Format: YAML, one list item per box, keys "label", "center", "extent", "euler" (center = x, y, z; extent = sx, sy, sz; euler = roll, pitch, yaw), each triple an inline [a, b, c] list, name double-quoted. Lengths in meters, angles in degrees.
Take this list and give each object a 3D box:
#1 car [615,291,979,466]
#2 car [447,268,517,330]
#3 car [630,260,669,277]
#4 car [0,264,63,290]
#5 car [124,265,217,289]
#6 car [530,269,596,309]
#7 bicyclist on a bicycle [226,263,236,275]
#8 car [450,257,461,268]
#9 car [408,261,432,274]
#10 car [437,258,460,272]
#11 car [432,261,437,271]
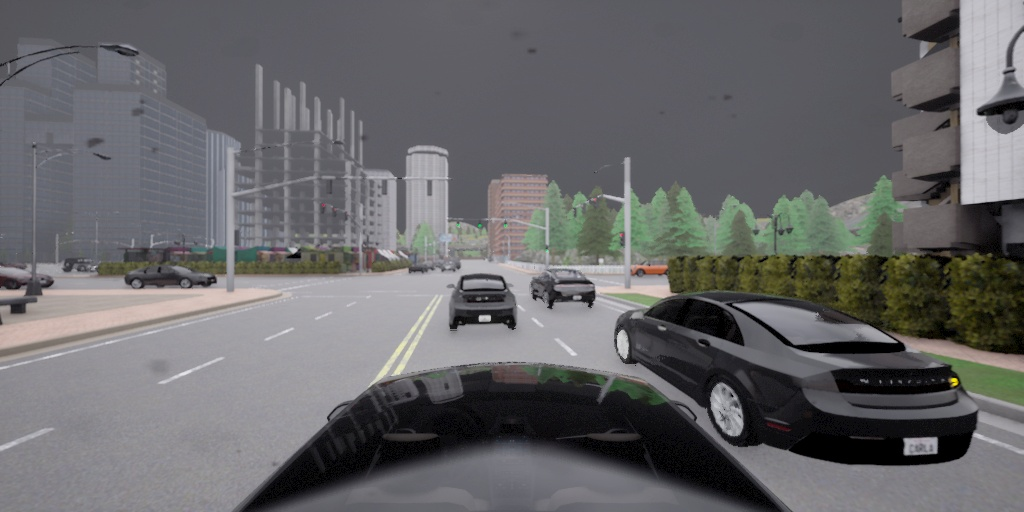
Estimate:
- label: "car"
  center: [3.084, 1.269, 5.283]
  extent: [1.837, 1.490, 4.892]
  euler: [0, 0, -4]
- label: "car"
  center: [-0.976, 1.300, 11.337]
  extent: [1.837, 1.490, 4.892]
  euler: [0, 0, -7]
- label: "car"
  center: [14.273, 1.248, 37.257]
  extent: [4.553, 1.767, 2.097]
  euler: [0, 0, -5]
- label: "car"
  center: [-32.238, 1.394, 22.698]
  extent: [4.674, 1.442, 1.812]
  euler: [0, 0, -5]
- label: "car"
  center: [-22.243, 1.369, 23.519]
  extent: [4.892, 1.490, 1.837]
  euler: [0, 0, -5]
- label: "car"
  center: [2.027, 1.302, 15.434]
  extent: [2.128, 1.511, 4.902]
  euler: [0, 0, -8]
- label: "bicyclist on a bicycle"
  center: [-29.301, 1.193, 37.421]
  extent: [0.582, 1.620, 1.656]
  euler: [0, 5, -5]
- label: "car"
  center: [-9.807, 1.236, 59.763]
  extent: [2.150, 2.045, 5.566]
  euler: [0, 0, -6]
- label: "car"
  center: [-11.928, 1.556, 45.988]
  extent: [1.895, 1.301, 4.718]
  euler: [0, 0, -4]
- label: "car"
  center: [-8.770, 1.462, 49.956]
  extent: [2.128, 1.511, 4.902]
  euler: [0, 0, -6]
- label: "car"
  center: [-12.850, 1.502, 55.232]
  extent: [1.837, 1.490, 4.892]
  euler: [0, 0, -6]
